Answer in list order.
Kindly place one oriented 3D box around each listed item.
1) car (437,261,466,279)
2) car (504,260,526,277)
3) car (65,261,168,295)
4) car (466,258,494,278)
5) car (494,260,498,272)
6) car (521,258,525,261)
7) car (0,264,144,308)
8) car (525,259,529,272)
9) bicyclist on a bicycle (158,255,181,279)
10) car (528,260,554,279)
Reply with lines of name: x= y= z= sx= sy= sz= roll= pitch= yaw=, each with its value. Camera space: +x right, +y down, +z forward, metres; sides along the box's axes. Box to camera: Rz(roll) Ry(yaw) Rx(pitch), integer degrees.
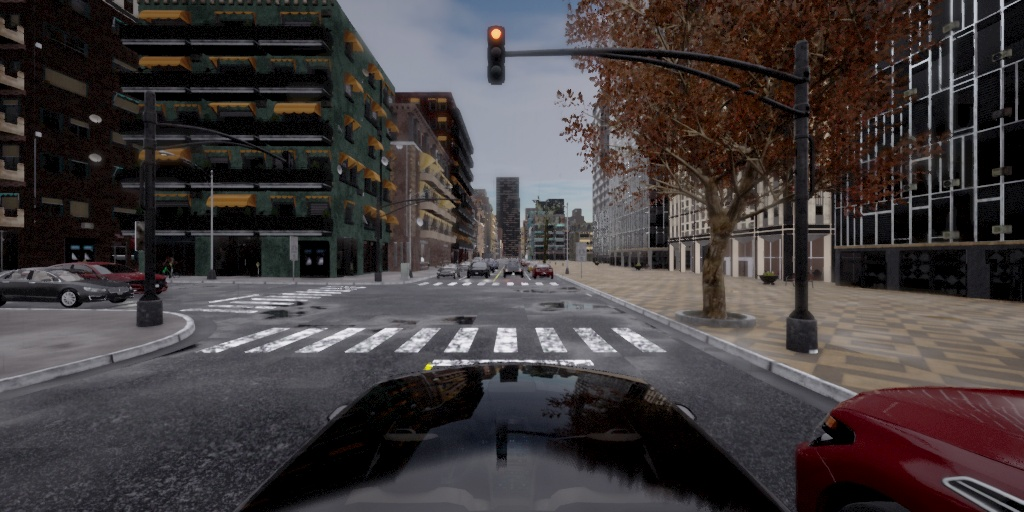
car: x=-5.648 y=1.312 z=32.392 sx=2.007 sy=1.370 sz=4.403 roll=0 pitch=0 yaw=0
car: x=0.144 y=1.365 z=35.398 sx=1.895 sy=1.301 sz=4.718 roll=0 pitch=0 yaw=0
car: x=-17.954 y=1.000 z=15.567 sx=5.008 sy=1.535 sz=1.882 roll=1 pitch=0 yaw=0
car: x=-3.051 y=1.240 z=33.676 sx=1.882 sy=1.535 sz=5.008 roll=0 pitch=0 yaw=0
car: x=-3.025 y=1.373 z=43.700 sx=1.895 sy=1.301 sz=4.718 roll=0 pitch=0 yaw=0
car: x=2.769 y=1.374 z=60.043 sx=1.802 sy=1.307 sz=4.207 roll=0 pitch=0 yaw=0
car: x=-16.420 y=1.091 z=12.991 sx=4.403 sy=1.370 sz=2.007 roll=0 pitch=0 yaw=0
car: x=2.747 y=1.297 z=43.616 sx=1.751 sy=1.417 sz=4.829 roll=0 pitch=0 yaw=0
bicyclist on a bicycle: x=-23.138 y=0.761 z=24.260 sx=0.582 sy=1.620 sz=1.656 roll=1 pitch=0 yaw=-1
car: x=2.732 y=1.307 z=32.381 sx=1.888 sy=1.381 sz=4.507 roll=0 pitch=0 yaw=0
